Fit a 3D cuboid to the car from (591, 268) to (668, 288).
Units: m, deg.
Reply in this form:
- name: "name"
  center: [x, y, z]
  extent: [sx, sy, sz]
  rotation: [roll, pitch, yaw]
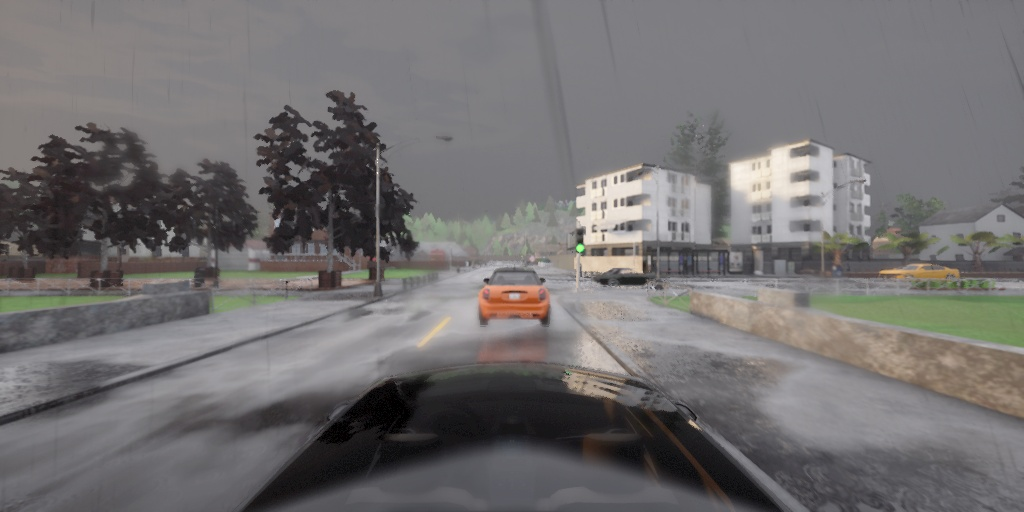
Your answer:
- name: "car"
  center: [7.905, 1.459, 24.191]
  extent: [4.718, 1.301, 1.895]
  rotation: [0, 0, -1]

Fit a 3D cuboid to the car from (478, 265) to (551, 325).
- name: "car"
  center: [0.082, 1.152, 12.111]
  extent: [2.097, 1.767, 4.553]
  rotation: [0, 0, 0]

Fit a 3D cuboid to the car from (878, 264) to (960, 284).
- name: "car"
  center: [31.665, 1.354, 27.996]
  extent: [5.008, 1.535, 1.882]
  rotation: [0, 0, 0]
